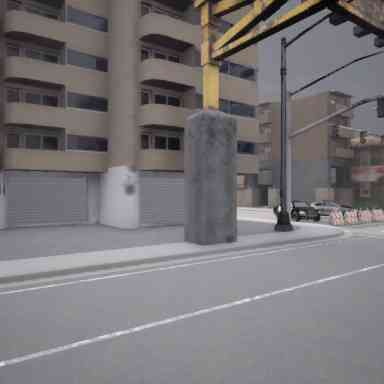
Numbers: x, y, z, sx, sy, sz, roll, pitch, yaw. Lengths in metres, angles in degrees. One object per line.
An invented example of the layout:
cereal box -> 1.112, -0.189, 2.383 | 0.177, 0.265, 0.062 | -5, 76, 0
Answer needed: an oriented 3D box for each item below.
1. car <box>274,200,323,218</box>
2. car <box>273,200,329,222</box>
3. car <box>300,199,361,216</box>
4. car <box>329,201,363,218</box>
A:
car -> 8.321, 1.295, 26.449 | 1.853, 1.218, 4.536 | 0, 0, -10
car -> 8.331, 1.453, 26.398 | 2.038, 1.542, 4.974 | 0, 0, -10
car -> 11.872, 1.295, 28.562 | 4.536, 1.218, 1.853 | 0, 0, 35
car -> 11.915, 1.453, 28.533 | 4.974, 1.542, 2.038 | 0, 0, 35
